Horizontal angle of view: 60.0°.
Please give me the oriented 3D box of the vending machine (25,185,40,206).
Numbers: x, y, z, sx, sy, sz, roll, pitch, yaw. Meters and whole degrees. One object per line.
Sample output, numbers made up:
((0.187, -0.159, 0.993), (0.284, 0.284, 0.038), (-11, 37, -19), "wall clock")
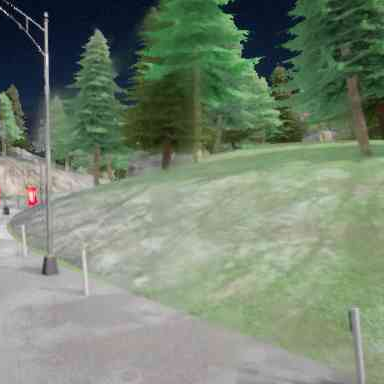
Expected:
((-16.727, 0.391, 34.896), (1.100, 2.100, 0.880), (-5, -1, -10), "vending machine")
